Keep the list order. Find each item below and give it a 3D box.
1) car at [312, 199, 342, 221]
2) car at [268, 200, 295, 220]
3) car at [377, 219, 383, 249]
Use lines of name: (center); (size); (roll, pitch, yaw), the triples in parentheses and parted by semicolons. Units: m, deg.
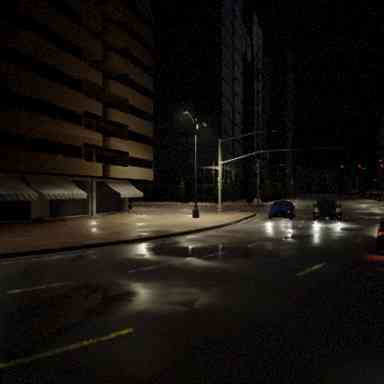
car: (11.061, 1.403, 27.343); (2.097, 1.767, 4.553); (0, 0, 21)
car: (7.776, 1.510, 28.553); (1.882, 1.535, 5.008); (0, 0, 21)
car: (8.799, 1.562, 13.821); (2.033, 1.411, 5.357); (0, 0, 32)
